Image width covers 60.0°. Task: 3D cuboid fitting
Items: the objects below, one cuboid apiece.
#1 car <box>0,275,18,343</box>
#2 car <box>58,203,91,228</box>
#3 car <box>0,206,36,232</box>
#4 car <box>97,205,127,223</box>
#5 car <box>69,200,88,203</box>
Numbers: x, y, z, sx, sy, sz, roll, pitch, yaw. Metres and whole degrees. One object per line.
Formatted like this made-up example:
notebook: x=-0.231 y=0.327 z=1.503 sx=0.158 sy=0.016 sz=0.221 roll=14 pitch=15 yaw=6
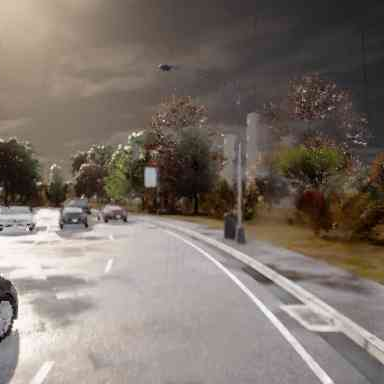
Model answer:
car: x=-3.700 y=1.543 z=3.584 sx=1.837 sy=1.490 sz=4.892 roll=0 pitch=-1 yaw=-3
car: x=-8.718 y=1.741 z=24.284 sx=1.812 sy=1.442 sz=4.674 roll=1 pitch=-1 yaw=-23
car: x=-11.121 y=1.617 z=21.441 sx=1.812 sy=1.442 sz=4.674 roll=1 pitch=-1 yaw=-22
car: x=-6.860 y=1.799 z=28.492 sx=1.812 sy=1.442 sz=4.674 roll=1 pitch=-1 yaw=-26
car: x=-13.569 y=1.706 z=39.105 sx=2.097 sy=1.767 sz=4.553 roll=1 pitch=-1 yaw=-37
